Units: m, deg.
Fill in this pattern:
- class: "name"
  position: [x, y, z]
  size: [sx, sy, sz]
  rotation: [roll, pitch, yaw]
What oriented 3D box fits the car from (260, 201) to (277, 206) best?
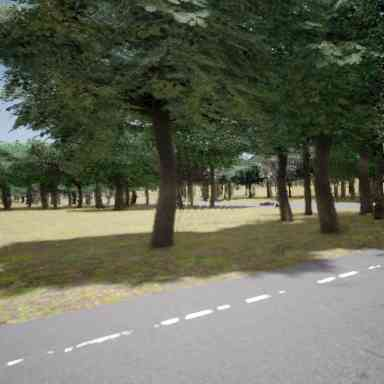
- class: "car"
  position: [19.587, 2.936, 84.275]
  size: [1.895, 1.301, 4.718]
  rotation: [-4, 1, -34]
